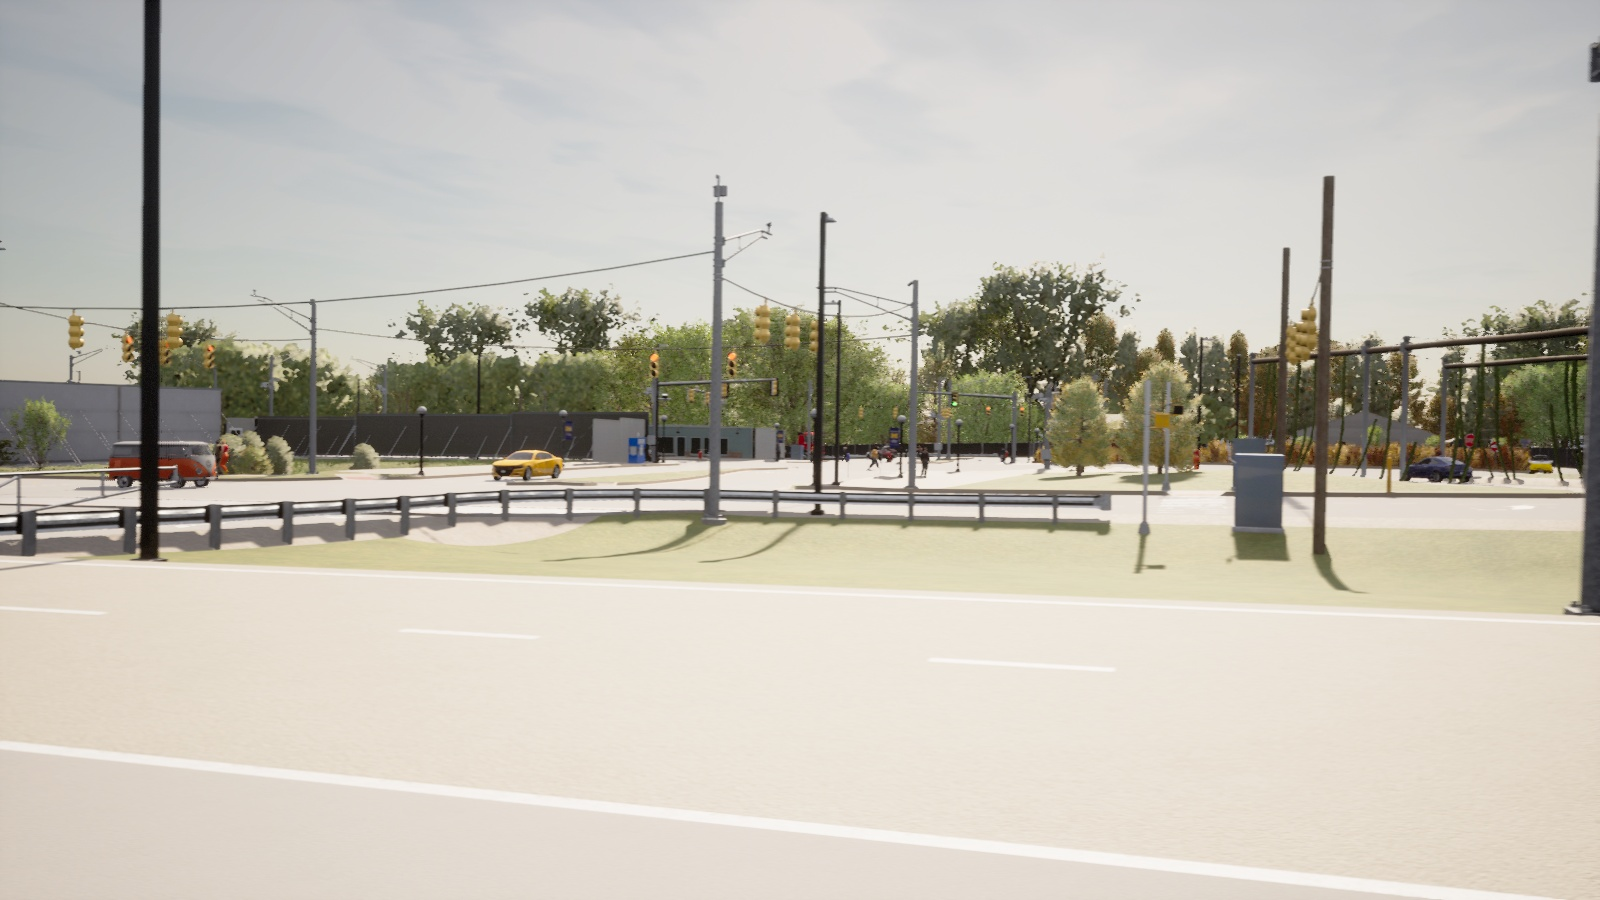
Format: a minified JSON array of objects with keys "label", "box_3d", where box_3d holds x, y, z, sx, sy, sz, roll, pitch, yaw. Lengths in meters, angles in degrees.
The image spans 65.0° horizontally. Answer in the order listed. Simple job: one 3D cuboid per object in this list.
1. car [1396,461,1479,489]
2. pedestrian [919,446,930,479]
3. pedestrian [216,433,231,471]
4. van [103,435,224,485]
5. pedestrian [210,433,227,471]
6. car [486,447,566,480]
[{"label":"car","box_3d":[35.926,1.383,70.910,1.812,1.442,4.674,1,0,-7]},{"label":"pedestrian","box_3d":[7.385,0.753,74.502,0.402,1.930,0.666,2,1,19]},{"label":"pedestrian","box_3d":[-28.861,0.098,62.865,0.594,1.836,0.345,2,1,12]},{"label":"van","box_3d":[-26.870,0.405,53.083,4.442,1.987,1.775,1,1,12]},{"label":"pedestrian","box_3d":[-29.440,0.098,63.596,0.692,1.930,0.396,2,1,18]},{"label":"car","box_3d":[-13.988,0.655,64.413,1.882,1.535,5.008,1,1,16]}]
